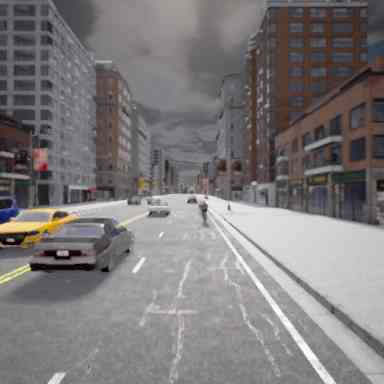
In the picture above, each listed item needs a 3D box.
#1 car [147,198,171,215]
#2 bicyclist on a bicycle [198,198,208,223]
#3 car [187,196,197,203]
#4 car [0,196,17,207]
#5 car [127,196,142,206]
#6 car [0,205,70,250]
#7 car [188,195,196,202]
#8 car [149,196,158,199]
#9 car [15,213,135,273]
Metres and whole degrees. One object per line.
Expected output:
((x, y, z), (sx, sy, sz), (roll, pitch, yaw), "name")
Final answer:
((-3.147, 1.598, 33.343), (1.895, 1.301, 4.718), (0, 0, 0), "car")
((0.896, 1.451, 23.530), (0.582, 1.620, 1.656), (0, 0, 0), "bicyclist on a bicycle")
((0.058, 1.526, 67.220), (1.812, 1.442, 4.674), (0, 0, 1), "car")
((-9.843, 1.220, 14.863), (2.150, 2.045, 5.566), (0, 0, 0), "car")
((-9.781, 1.502, 56.546), (1.837, 1.490, 4.892), (0, 0, 1), "car")
((-6.593, 1.476, 14.581), (1.882, 1.535, 5.008), (0, 0, 0), "car")
((0.008, 1.543, 80.060), (2.033, 1.411, 5.357), (0, 0, 0), "car")
((-6.531, 1.491, 56.629), (2.128, 1.511, 4.902), (0, 0, 1), "car")
((-3.151, 1.546, 10.624), (2.033, 1.411, 5.357), (0, 0, 0), "car")
